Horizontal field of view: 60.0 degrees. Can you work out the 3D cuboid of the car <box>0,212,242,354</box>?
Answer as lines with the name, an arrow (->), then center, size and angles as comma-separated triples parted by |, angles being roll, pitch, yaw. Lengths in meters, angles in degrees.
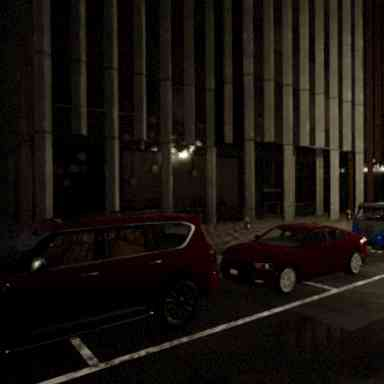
car -> -1.839, 1.304, 5.341 | 5.009, 1.841, 2.192 | -1, 0, -36

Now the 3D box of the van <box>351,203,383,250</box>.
van -> 7.336, 1.250, 11.892 | 3.998, 1.788, 1.690 | -1, 0, -36

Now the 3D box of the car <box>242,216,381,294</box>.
car -> 2.750, 1.494, 8.617 | 4.507, 1.381, 1.887 | -1, 0, -36
